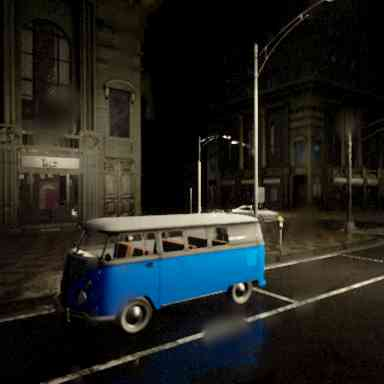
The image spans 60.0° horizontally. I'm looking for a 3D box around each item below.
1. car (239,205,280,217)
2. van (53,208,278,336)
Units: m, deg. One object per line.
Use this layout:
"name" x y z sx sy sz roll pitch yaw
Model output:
"car" 5.209 1.848 27.942 1.812 1.442 4.674 0 -1 -36
"van" -0.390 1.340 6.392 3.998 1.788 1.690 0 0 -36
